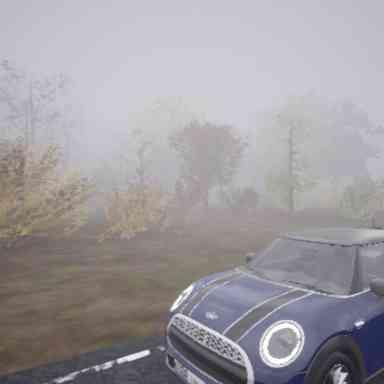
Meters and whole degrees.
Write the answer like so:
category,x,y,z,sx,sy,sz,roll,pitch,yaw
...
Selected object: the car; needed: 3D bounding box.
category,x,y,z,sx,sy,sz,roll,pitch,yaw
car,1.872,1.354,4.713,4.553,1.767,2.097,0,0,-35
